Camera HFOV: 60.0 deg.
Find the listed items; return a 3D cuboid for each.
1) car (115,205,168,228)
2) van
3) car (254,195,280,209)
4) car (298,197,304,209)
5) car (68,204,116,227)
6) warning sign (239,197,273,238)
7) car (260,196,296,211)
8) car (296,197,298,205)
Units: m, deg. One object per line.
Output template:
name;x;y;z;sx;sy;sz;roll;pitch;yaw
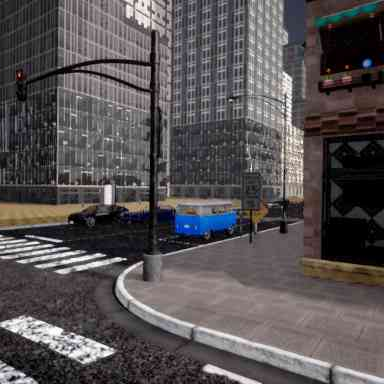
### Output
car;-2.549;1.536;22.279;1.895;1.301;4.718;1;1;35
van;0.828;1.368;17.033;1.690;1.788;3.998;1;1;35
car;10.057;1.293;44.425;1.967;1.590;4.097;1;1;35
car;15.553;1.415;42.260;1.882;1.535;5.008;1;1;36
car;-5.999;1.467;21.900;1.947;1.339;4.313;1;1;35
warning sign;3.109;1.177;16.137;1.300;1.860;1.060;1;1;35
car;10.403;1.388;40.410;2.128;1.511;4.902;1;1;36
car;16.380;1.364;53.299;1.752;1.417;4.829;1;1;35
